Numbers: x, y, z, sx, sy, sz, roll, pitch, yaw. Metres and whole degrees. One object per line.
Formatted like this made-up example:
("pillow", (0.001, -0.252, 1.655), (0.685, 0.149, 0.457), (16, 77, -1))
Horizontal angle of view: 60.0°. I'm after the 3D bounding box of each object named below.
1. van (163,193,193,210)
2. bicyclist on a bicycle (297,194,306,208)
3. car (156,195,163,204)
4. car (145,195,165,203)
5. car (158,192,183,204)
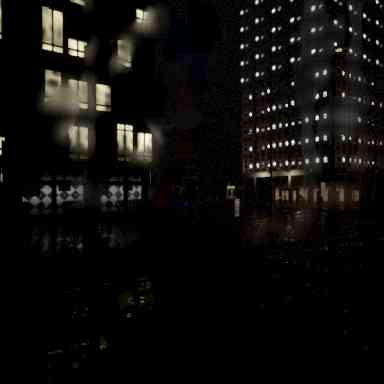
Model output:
("van", (-1.474, 1.204, 40.252), (1.690, 1.788, 3.998), (0, 0, -34))
("bicyclist on a bicycle", (12.917, 1.108, 39.213), (1.656, 1.620, 0.582), (-1, 1, -34))
("car", (-4.939, 1.220, 55.646), (1.882, 1.535, 5.008), (-1, 0, -34))
("car", (-6.996, 1.229, 63.289), (1.887, 1.381, 4.507), (0, 0, -34))
("car", (-3.883, 1.026, 58.706), (2.192, 1.841, 5.009), (0, 0, -34))
